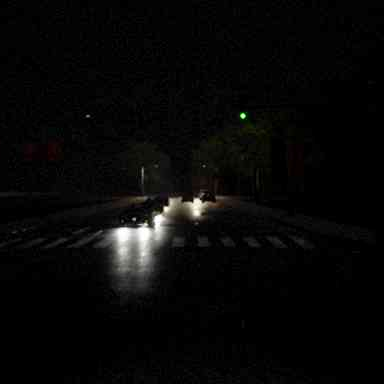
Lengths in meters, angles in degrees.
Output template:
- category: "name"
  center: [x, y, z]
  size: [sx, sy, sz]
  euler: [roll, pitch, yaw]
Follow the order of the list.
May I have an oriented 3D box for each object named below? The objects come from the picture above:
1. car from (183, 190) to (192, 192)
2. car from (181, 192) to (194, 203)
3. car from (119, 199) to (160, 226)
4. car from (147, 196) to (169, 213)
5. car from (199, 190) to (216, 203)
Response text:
- category: "car"
  center: [-0.840, 0.601, 62.609]
  size: [2.150, 2.045, 5.566]
  euler: [0, 1, -1]
- category: "car"
  center: [-0.663, 1.054, 52.577]
  size: [1.994, 1.385, 4.181]
  euler: [0, 1, -1]
- category: "car"
  center: [-3.461, 1.408, 21.835]
  size: [1.994, 1.385, 4.181]
  euler: [0, 1, 0]
- category: "car"
  center: [-3.649, 1.224, 32.179]
  size: [2.128, 1.511, 4.902]
  euler: [0, 1, -1]
- category: "car"
  center: [2.585, 0.819, 52.600]
  size: [2.097, 1.767, 4.553]
  euler: [0, 1, -1]
